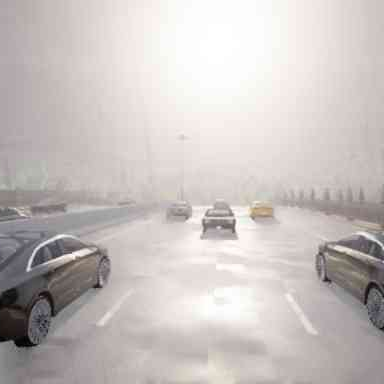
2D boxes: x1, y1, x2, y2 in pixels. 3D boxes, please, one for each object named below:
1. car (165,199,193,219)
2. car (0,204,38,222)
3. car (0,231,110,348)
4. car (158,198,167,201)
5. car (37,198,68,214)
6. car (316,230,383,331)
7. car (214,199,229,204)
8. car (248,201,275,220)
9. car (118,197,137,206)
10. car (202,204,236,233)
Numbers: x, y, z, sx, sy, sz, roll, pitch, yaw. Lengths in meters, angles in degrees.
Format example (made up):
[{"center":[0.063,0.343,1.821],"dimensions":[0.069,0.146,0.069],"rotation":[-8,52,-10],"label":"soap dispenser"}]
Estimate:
[{"center":[-1.041,1.557,28.967],"dimensions":[2.033,1.411,5.357],"rotation":[0,0,5],"label":"car"},{"center":[-9.530,1.467,15.482],"dimensions":[1.837,1.490,4.892],"rotation":[0,0,5],"label":"car"},{"center":[-3.023,1.480,6.282],"dimensions":[2.128,1.511,4.902],"rotation":[0,0,3],"label":"car"},{"center":[-5.151,1.872,61.319],"dimensions":[1.812,1.442,4.674],"rotation":[0,-3,5],"label":"car"},{"center":[-14.756,1.425,34.643],"dimensions":[1.882,1.535,5.008],"rotation":[0,0,6],"label":"car"},{"center":[4.026,1.514,6.785],"dimensions":[2.128,1.511,4.902],"rotation":[0,0,4],"label":"car"},{"center":[3.620,1.602,41.230],"dimensions":[1.994,1.385,4.181],"rotation":[0,0,5],"label":"car"},{"center":[5.982,1.521,28.877],"dimensions":[1.882,1.535,5.008],"rotation":[0,0,5],"label":"car"},{"center":[-9.704,1.493,50.551],"dimensions":[1.837,1.490,4.892],"rotation":[0,-1,6],"label":"car"},{"center":[1.644,1.619,20.062],"dimensions":[1.895,1.301,4.718],"rotation":[0,0,5],"label":"car"}]
